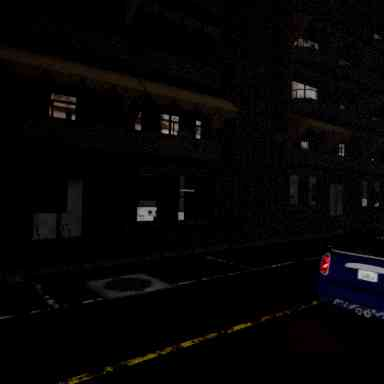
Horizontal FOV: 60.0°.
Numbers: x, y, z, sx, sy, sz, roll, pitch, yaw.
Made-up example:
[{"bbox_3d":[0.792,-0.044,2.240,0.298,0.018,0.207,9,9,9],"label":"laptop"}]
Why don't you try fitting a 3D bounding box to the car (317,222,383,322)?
[{"bbox_3d":[4.514,1.355,6.500,4.553,1.767,2.097,0,0,-35],"label":"car"}]
